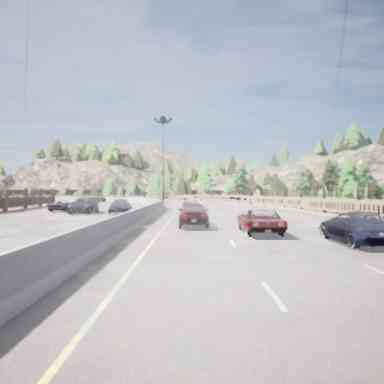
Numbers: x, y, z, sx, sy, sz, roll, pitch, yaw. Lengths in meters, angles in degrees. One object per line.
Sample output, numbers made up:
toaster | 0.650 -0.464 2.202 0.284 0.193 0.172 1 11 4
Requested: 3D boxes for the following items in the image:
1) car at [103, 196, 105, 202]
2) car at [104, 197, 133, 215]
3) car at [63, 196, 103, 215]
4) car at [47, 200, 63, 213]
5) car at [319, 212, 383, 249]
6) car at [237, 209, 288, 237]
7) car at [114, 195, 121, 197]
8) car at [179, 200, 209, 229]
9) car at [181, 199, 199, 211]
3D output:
car | -20.011 1.558 72.830 1.994 1.385 4.181 0 0 -24
car | -7.195 1.483 33.665 1.812 1.442 4.674 0 0 -2
car | -10.692 1.309 32.970 2.097 1.767 4.553 0 0 -1
car | -14.255 1.561 36.747 1.895 1.301 4.718 0 0 -3
car | 7.106 1.535 14.302 1.994 1.385 4.181 0 0 0
car | 3.608 1.567 17.924 1.895 1.301 4.718 0 0 0
car | -16.340 1.486 73.274 1.812 1.442 4.674 0 0 -24
car | 0.124 1.488 21.381 1.812 1.442 4.674 0 0 0
car | -0.280 1.560 40.391 1.895 1.301 4.718 0 0 -4
